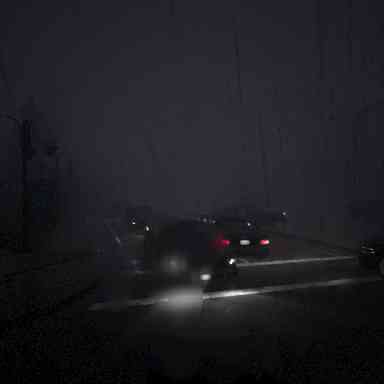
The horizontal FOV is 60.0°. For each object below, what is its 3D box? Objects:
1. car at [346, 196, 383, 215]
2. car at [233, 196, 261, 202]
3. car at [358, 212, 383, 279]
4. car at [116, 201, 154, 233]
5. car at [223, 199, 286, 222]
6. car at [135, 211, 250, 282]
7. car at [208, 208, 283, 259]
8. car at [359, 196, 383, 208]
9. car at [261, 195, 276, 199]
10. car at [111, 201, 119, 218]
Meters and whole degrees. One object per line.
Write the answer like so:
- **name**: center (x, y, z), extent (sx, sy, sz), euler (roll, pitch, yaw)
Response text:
- **car**: center (15.546, 1.355, 29.271), extent (1.970, 1.475, 3.806), euler (0, 0, -17)
- **car**: center (7.266, 1.287, 46.207), extent (2.007, 1.523, 4.514), euler (0, 0, -17)
- **car**: center (6.785, 1.475, 7.997), extent (5.008, 1.535, 1.882), euler (0, 0, 36)
- **car**: center (-3.127, 1.529, 19.967), extent (2.033, 1.411, 5.357), euler (0, 0, -17)
- **car**: center (2.922, 1.467, 19.397), extent (5.357, 1.411, 2.033), euler (-4, 2, -28)
- **car**: center (-0.368, 1.543, 10.140), extent (2.033, 1.411, 5.357), euler (0, 0, -15)
- **car**: center (1.411, 1.540, 12.396), extent (2.033, 1.411, 5.357), euler (0, 0, -4)
- **car**: center (23.819, 1.273, 43.279), extent (1.845, 1.501, 3.633), euler (0, 0, -17)
- **car**: center (10.252, 1.277, 47.171), extent (2.152, 1.636, 5.027), euler (0, 0, -17)
- **car**: center (-6.313, 1.516, 30.111), extent (2.033, 1.411, 5.357), euler (0, 0, -17)
